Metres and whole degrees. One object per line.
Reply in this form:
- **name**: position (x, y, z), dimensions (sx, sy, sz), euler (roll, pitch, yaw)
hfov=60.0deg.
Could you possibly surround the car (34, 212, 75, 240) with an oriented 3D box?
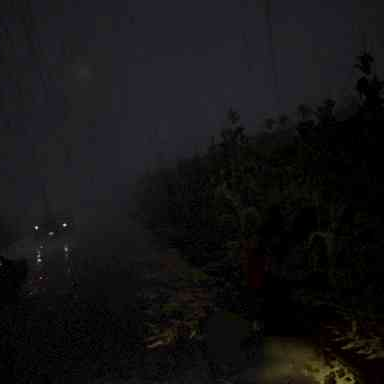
- **car**: position (-8.352, 1.981, 20.450), dimensions (1.895, 1.301, 4.718), euler (-5, 1, -15)

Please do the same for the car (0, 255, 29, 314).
- **car**: position (-4.422, 1.895, 5.895), dimensions (1.895, 1.301, 4.718), euler (-5, 1, -14)
